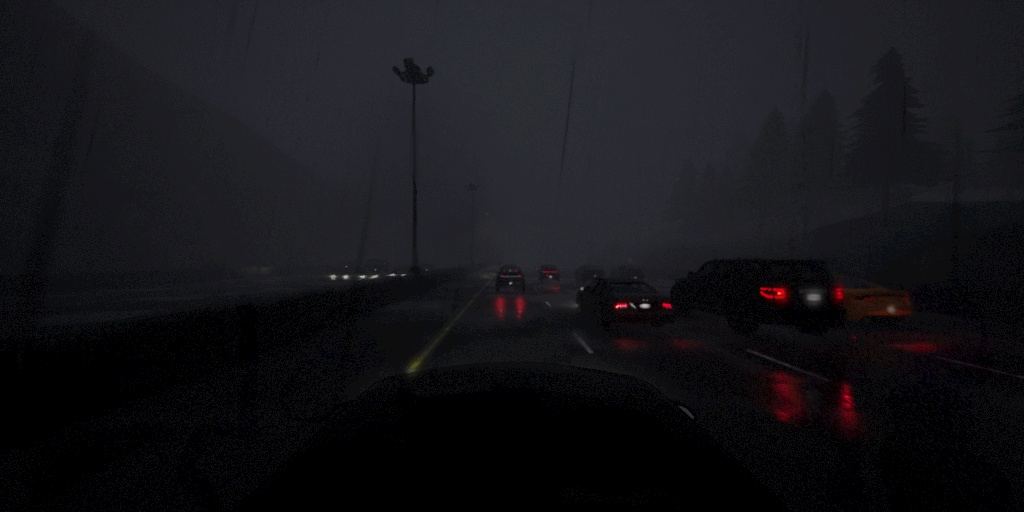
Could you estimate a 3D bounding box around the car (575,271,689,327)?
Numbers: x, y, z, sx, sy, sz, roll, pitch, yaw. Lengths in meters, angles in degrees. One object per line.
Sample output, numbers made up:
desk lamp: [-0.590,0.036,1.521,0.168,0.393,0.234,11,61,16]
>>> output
car: [3.505,1.403,12.023,2.033,1.411,5.357,0,-1,0]

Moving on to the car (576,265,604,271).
car: [6.841,1.525,31.867,1.882,1.535,5.008,0,-1,0]

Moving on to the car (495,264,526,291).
car: [-0.091,1.441,23.637,2.128,1.511,4.902,0,-1,0]

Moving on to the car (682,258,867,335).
car: [7.015,1.080,11.038,2.150,2.045,5.566,0,-1,0]

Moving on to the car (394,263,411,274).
car: [-14.434,1.673,48.401,2.033,1.411,5.357,0,-1,0]

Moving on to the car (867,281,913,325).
car: [10.502,1.361,12.414,1.882,1.535,5.008,0,-1,0]

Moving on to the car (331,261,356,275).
car: [-21.432,1.434,46.327,2.097,1.767,4.553,0,0,0]

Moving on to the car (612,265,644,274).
car: [10.338,1.569,32.342,1.837,1.490,4.892,0,-1,0]

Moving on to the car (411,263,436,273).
car: [-10.932,1.618,45.489,1.837,1.490,4.892,0,-1,0]

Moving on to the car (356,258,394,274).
car: [-17.934,1.326,47.223,2.150,2.045,5.566,0,-1,0]

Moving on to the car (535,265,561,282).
car: [3.330,1.552,33.164,1.837,1.490,4.892,0,-1,0]
